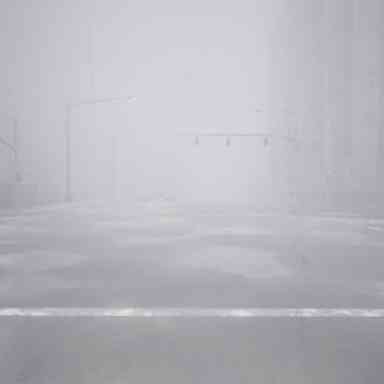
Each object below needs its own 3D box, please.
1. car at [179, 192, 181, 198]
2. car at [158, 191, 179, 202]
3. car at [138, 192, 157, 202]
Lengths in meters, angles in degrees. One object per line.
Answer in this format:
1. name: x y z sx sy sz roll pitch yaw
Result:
1. car: -3.152 0.558 66.592 1.994 1.385 4.181 0 1 1
2. car: -3.493 0.787 50.779 2.033 1.411 5.357 0 1 1
3. car: -6.990 0.717 50.783 1.882 1.535 5.008 0 1 1
